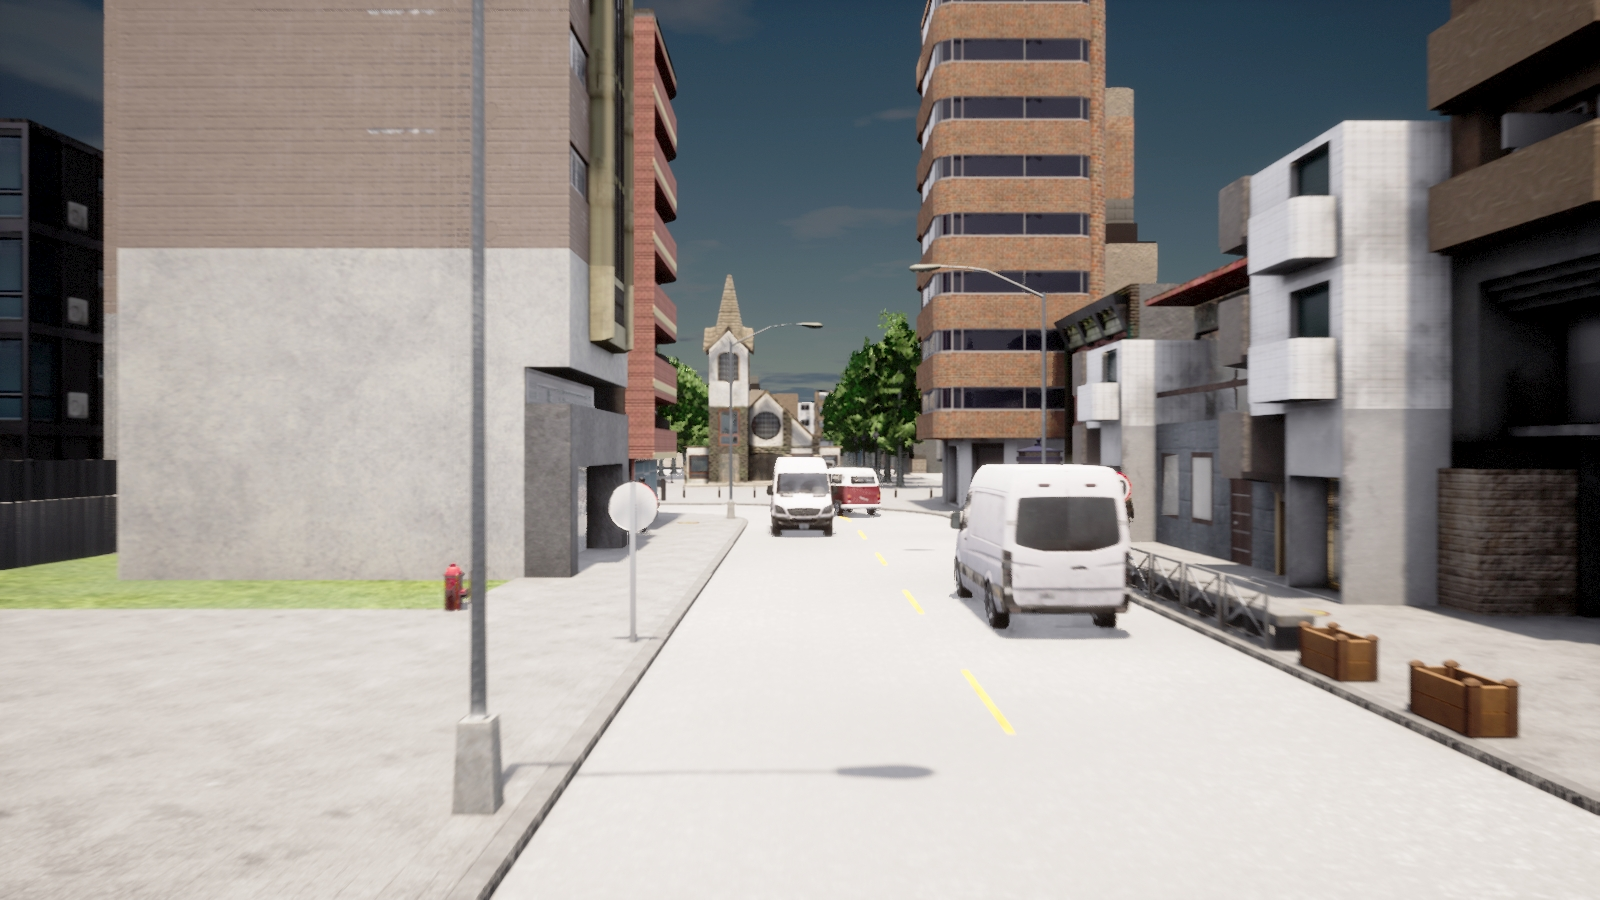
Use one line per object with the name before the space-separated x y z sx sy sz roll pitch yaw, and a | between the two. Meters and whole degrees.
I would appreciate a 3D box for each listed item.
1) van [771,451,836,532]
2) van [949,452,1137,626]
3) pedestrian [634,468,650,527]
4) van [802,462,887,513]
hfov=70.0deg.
van | 0.038 1.313 38.892 1.988 2.561 5.915 0 0 -2
van | 3.977 1.314 19.814 1.988 2.561 5.915 0 0 0
pedestrian | -5.051 1.522 36.617 0.375 1.860 0.375 0 0 -37
van | 1.866 1.565 49.687 2.069 2.038 4.480 0 0 -22
